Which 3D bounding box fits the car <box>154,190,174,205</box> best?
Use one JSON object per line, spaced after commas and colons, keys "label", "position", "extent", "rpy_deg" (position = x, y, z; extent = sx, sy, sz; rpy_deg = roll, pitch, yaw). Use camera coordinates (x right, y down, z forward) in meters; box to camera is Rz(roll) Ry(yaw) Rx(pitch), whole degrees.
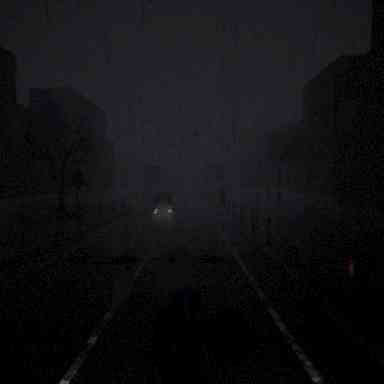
{"label": "car", "position": [-3.013, 0.586, 36.170], "extent": [1.837, 1.490, 4.892], "rpy_deg": [0, 2, 0]}
